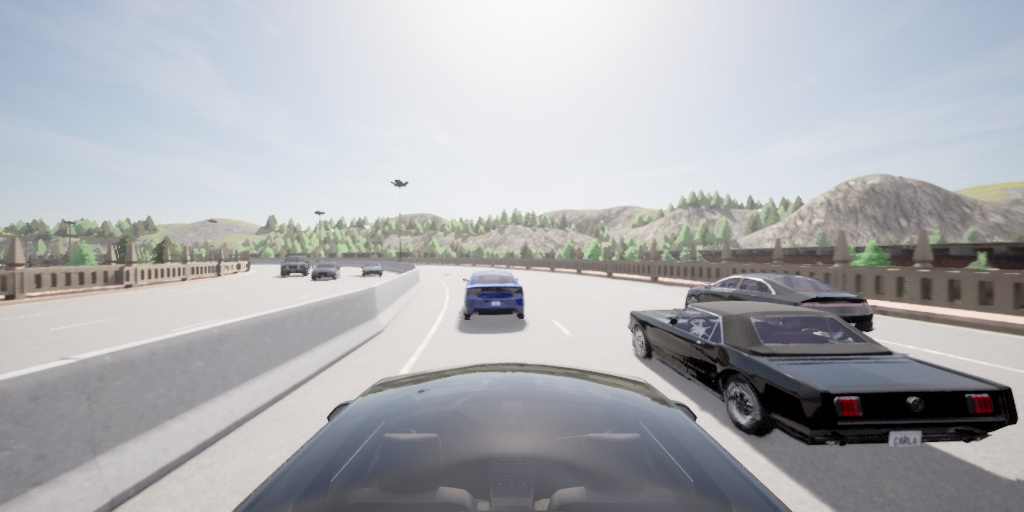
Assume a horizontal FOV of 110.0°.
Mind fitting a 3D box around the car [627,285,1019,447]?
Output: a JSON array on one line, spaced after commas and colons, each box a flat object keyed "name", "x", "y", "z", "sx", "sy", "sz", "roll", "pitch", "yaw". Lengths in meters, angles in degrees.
[{"name": "car", "x": 3.403, "y": 1.333, "z": 5.401, "sx": 1.895, "sy": 1.301, "sz": 4.718, "roll": 0, "pitch": 0, "yaw": -2}]

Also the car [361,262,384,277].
[{"name": "car", "x": -13.692, "y": 1.297, "z": 35.238, "sx": 2.033, "sy": 1.411, "sz": 5.357, "roll": 0, "pitch": 0, "yaw": -21}]

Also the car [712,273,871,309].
[{"name": "car", "x": 6.601, "y": 1.206, "z": 9.629, "sx": 2.128, "sy": 1.511, "sz": 4.902, "roll": 0, "pitch": 0, "yaw": -4}]

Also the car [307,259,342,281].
[{"name": "car", "x": -15.768, "y": 1.268, "z": 30.644, "sx": 1.837, "sy": 1.490, "sz": 4.892, "roll": 0, "pitch": 0, "yaw": -20}]

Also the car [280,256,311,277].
[{"name": "car", "x": -21.554, "y": 0.995, "z": 35.924, "sx": 2.150, "sy": 2.045, "sz": 5.566, "roll": 0, "pitch": 0, "yaw": -25}]

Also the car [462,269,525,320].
[{"name": "car", "x": -0.730, "y": 1.214, "z": 12.773, "sx": 1.882, "sy": 1.535, "sz": 5.008, "roll": 0, "pitch": 0, "yaw": -6}]
